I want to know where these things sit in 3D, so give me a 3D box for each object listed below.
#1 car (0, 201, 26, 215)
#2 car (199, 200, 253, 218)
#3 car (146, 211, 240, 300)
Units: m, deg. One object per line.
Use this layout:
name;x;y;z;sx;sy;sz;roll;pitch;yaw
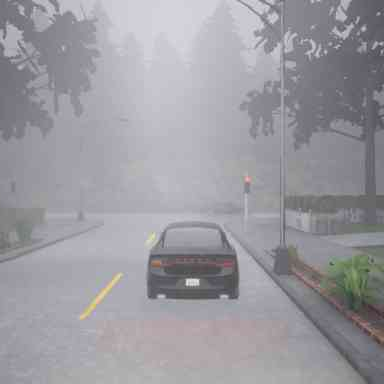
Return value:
car;-17.448;1.526;30.042;4.674;1.442;1.812;0;0;0
car;3.051;1.505;30.018;4.892;1.490;1.837;0;0;0
car;0.040;1.478;8.481;1.882;1.535;5.008;0;0;1
